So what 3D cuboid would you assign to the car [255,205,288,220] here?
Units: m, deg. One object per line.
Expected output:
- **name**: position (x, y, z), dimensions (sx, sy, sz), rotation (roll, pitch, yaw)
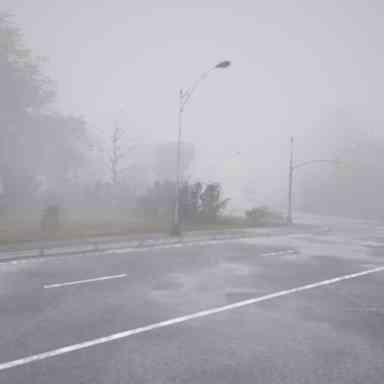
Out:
- **car**: position (8.440, 2.211, 36.064), dimensions (2.128, 1.511, 4.902), rotation (3, 0, -24)
